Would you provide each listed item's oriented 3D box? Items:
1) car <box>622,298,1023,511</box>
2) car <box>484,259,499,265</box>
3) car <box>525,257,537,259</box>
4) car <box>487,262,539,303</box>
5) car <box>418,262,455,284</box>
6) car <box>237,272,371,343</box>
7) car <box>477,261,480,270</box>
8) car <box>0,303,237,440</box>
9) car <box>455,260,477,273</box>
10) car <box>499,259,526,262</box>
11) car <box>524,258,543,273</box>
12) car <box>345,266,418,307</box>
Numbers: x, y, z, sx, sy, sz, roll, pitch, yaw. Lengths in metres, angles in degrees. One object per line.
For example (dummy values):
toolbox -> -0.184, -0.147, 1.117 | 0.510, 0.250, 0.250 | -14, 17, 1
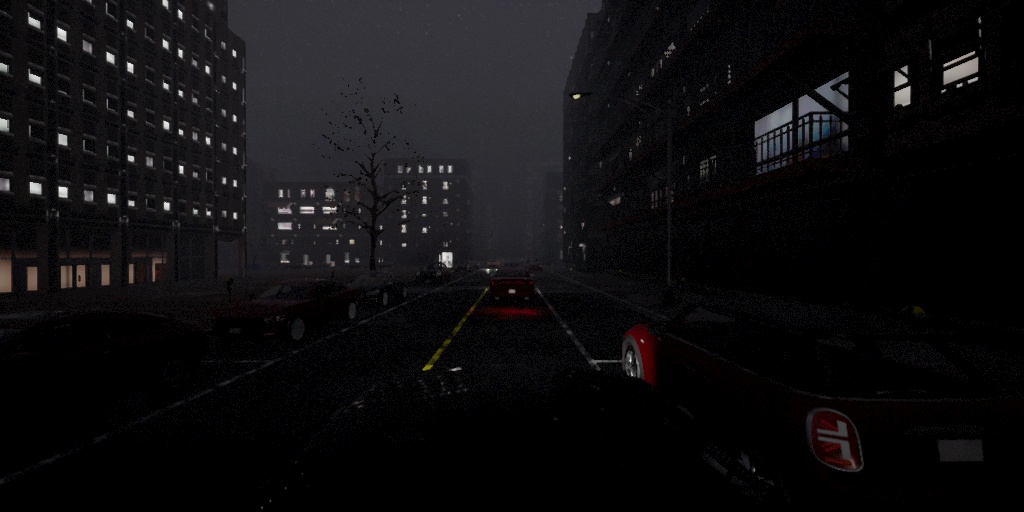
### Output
car -> 2.689, 1.186, 4.084 | 1.967, 1.591, 4.097 | 0, 0, 0
car -> -3.000, 1.274, 58.493 | 1.882, 1.535, 5.008 | 0, 0, 0
car -> 2.690, 1.070, 48.304 | 2.192, 1.841, 5.009 | 0, 0, 0
car -> 0.000, 1.232, 16.501 | 1.882, 1.535, 5.008 | 0, 0, 0
car -> -5.692, 1.186, 26.195 | 1.967, 1.591, 4.097 | 0, 0, 0
car -> -5.692, 1.291, 9.612 | 1.888, 1.381, 4.507 | 0, 0, 0
car -> -5.692, 1.341, 53.833 | 1.802, 1.307, 4.207 | 0, 0, 0
car -> -5.692, 1.328, 4.085 | 1.802, 1.307, 4.207 | 0, 0, 0
car -> -5.692, 1.192, 42.777 | 1.967, 1.591, 4.097 | 0, 0, 0
car -> 0.000, 1.265, 31.502 | 1.837, 1.490, 4.892 | 0, 0, 0
car -> 2.690, 1.298, 42.776 | 1.888, 1.381, 4.507 | 0, 0, 0
car -> -5.692, 1.296, 15.139 | 2.007, 1.370, 4.403 | 0, 0, 0
